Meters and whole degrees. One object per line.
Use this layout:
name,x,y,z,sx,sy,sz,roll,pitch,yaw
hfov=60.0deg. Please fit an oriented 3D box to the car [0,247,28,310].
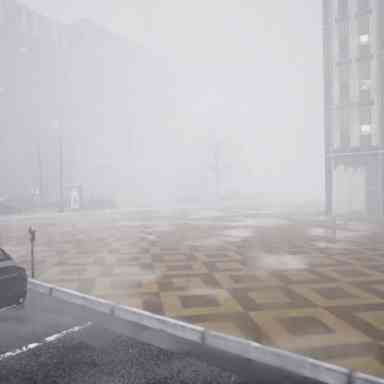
car,-4.979,1.553,6.596,4.403,1.369,2.008,0,-1,35

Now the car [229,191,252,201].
car,9.178,1.048,64.159,1.887,1.381,4.507,-1,0,36

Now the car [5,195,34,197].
car,-20.296,1.228,37.728,2.192,1.841,5.009,-1,0,36

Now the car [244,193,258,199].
car,15.353,1.040,86.985,1.947,1.339,4.313,-1,0,36

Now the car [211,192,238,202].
car,5.937,1.093,59.681,2.008,1.369,4.403,-1,0,36

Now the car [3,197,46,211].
car,-18.642,1.481,35.604,1.895,1.301,4.718,-1,0,36

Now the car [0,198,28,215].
car,-16.747,1.413,28.336,1.802,1.307,4.206,-1,0,36

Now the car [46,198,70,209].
car,-17.053,1.415,42.207,1.887,1.381,4.507,-1,0,36

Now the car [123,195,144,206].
car,-9.176,1.235,48.664,1.882,1.535,5.008,-1,-1,36

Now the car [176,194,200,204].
car,-0.545,1.062,50.725,1.967,1.590,4.097,-1,0,36

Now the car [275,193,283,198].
car,18.900,0.938,77.592,2.008,1.369,4.403,-1,0,36

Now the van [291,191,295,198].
van,25.379,0.654,86.549,1.690,1.788,3.998,-1,0,36

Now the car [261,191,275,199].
car,15.657,0.740,73.114,2.192,1.841,5.009,-1,0,36

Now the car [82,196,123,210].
car,-10.267,1.186,37.292,1.967,1.590,4.097,-1,0,36

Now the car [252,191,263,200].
car,12.419,1.046,68.637,1.802,1.307,4.206,-1,0,36

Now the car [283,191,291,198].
car,22.141,0.932,82.071,1.802,1.307,4.206,-1,0,36
